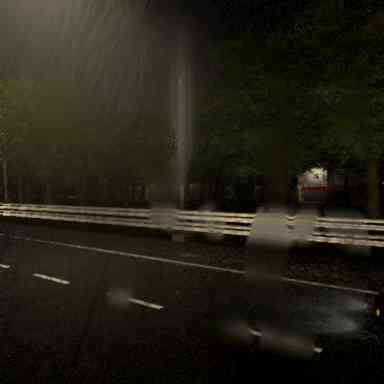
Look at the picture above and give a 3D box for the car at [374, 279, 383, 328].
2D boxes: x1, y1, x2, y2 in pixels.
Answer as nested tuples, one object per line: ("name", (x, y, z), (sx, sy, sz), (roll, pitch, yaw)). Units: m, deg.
("car", (4.935, 1.569, 4.650), (4.181, 1.385, 1.994), (0, 0, 35))
